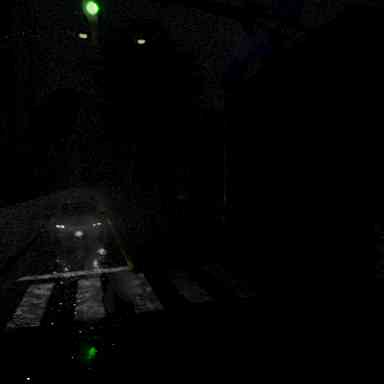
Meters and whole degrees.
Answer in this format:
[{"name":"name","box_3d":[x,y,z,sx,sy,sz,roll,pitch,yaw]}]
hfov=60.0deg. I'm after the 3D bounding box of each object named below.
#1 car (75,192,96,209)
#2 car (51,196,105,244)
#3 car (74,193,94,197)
[{"name":"car","box_3d":[-10.627,0.796,33.344,1.895,1.301,4.718,-2,2,-17]},{"name":"car","box_3d":[-4.901,1.199,14.481,2.128,1.511,4.902,-2,2,-18]},{"name":"car","box_3d":[-7.647,0.949,23.479,1.882,1.535,5.008,-2,2,-17]}]
